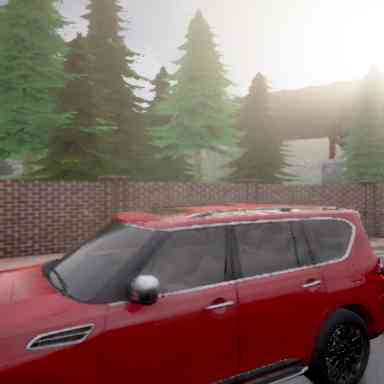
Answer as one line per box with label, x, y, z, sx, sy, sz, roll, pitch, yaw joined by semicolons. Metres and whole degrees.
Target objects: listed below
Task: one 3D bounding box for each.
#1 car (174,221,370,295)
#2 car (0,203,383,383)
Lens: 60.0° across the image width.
car;2.064;1.543;8.742;4.718;1.301;1.895;0;0;-19
car;-0.154;1.187;3.849;5.566;2.045;2.150;0;0;-28
